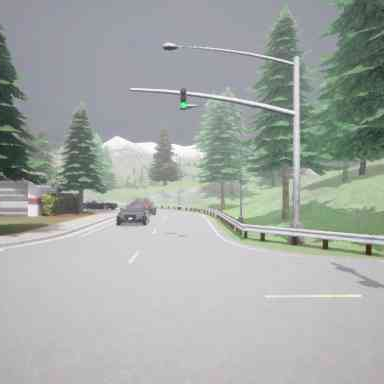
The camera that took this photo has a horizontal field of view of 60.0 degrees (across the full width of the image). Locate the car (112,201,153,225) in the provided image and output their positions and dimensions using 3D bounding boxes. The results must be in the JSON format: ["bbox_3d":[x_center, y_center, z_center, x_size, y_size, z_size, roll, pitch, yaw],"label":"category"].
[{"bbox_3d":[-4.140,1.564,23.834,1.994,1.385,4.181,0,0,-2],"label":"car"}]

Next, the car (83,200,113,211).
[{"bbox_3d":[-11.654,1.608,41.318,4.718,1.301,1.895,0,0,14],"label":"car"}]

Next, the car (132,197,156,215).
[{"bbox_3d":[-5.033,1.352,33.619,2.097,1.767,4.553,0,0,-20],"label":"car"}]
